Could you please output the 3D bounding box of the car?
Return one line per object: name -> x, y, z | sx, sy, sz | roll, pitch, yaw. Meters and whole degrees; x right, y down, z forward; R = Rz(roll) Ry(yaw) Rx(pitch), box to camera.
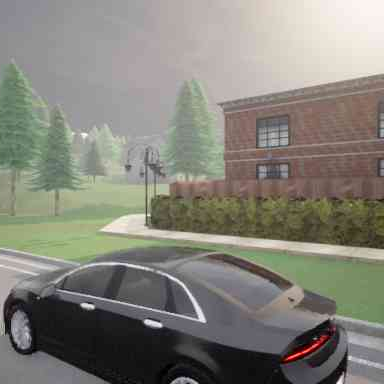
car -> -0.627, 1.503, 4.435 | 4.892, 1.490, 1.837 | -1, 0, 36
